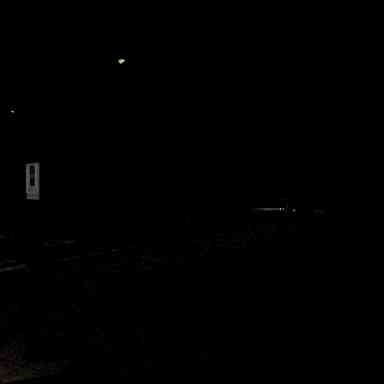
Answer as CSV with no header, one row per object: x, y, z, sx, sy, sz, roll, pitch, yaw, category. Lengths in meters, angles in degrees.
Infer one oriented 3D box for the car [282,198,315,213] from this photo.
11.803,1.600,36.053,1.895,1.301,4.718,-1,-1,35,car

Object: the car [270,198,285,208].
13.083,1.614,49.095,1.812,1.442,4.674,-1,-1,35,car
